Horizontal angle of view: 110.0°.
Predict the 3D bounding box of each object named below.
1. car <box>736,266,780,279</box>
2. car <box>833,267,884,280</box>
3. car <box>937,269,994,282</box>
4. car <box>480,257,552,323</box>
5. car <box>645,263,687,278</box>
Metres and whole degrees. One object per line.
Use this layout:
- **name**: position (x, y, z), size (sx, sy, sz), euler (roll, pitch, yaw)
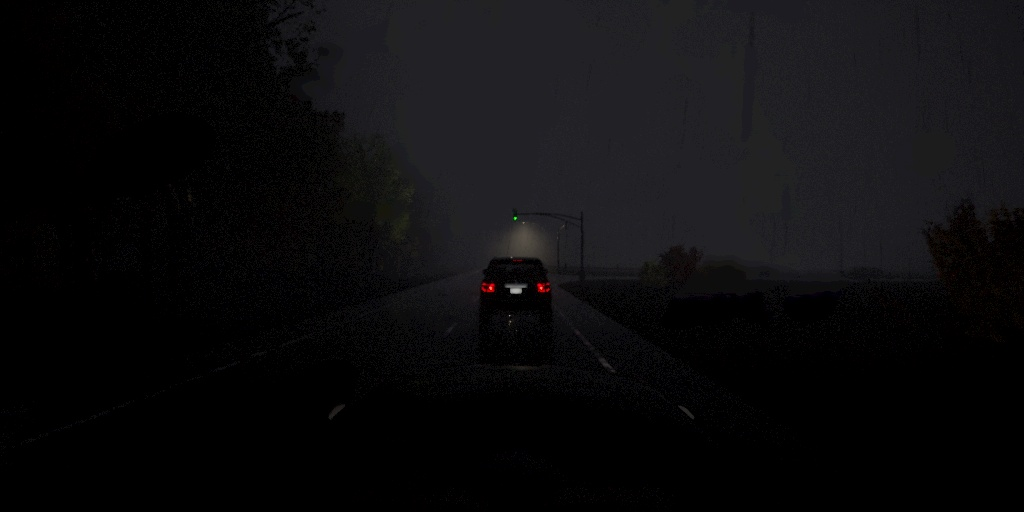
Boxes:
- **car**: position (28.270, 1.870, 41.671), size (5.008, 1.535, 1.882), euler (1, -1, 0)
- **car**: position (40.123, 2.013, 41.589), size (4.902, 1.511, 2.128), euler (1, -1, 0)
- **car**: position (48.568, 2.076, 37.951), size (5.357, 1.411, 2.033), euler (1, -1, 0)
- **car**: position (0.118, 1.053, 12.637), size (2.150, 2.045, 5.566), euler (0, 0, 0)
- **car**: position (17.813, 1.630, 41.770), size (4.553, 1.767, 2.097), euler (1, -1, 1)
